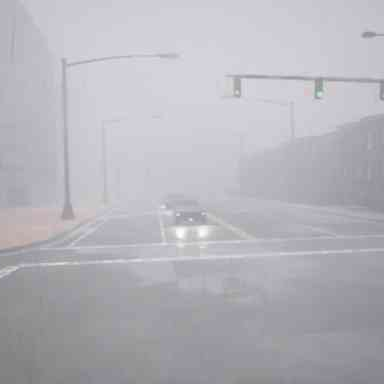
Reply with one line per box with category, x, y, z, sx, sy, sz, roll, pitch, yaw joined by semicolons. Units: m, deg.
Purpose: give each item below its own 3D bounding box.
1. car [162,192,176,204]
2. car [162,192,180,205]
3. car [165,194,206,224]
car;-1.476;0.876;30.374;1.994;1.385;4.181;-1;1;-7
car;-2.612;0.704;40.295;1.895;1.301;4.718;-1;1;-6
car;-0.362;1.061;20.732;2.033;1.411;5.357;-1;1;-6
